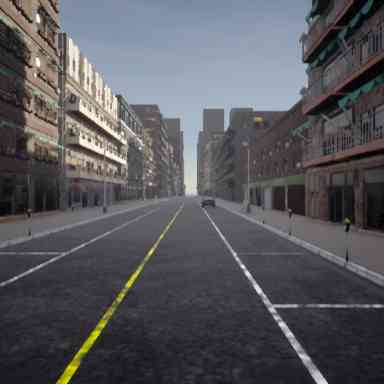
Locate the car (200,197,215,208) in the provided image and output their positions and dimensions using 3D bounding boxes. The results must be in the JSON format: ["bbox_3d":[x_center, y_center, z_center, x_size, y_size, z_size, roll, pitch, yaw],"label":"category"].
[{"bbox_3d":[2.355,1.519,48.659,1.837,1.490,4.892,0,0,0],"label":"car"}]
